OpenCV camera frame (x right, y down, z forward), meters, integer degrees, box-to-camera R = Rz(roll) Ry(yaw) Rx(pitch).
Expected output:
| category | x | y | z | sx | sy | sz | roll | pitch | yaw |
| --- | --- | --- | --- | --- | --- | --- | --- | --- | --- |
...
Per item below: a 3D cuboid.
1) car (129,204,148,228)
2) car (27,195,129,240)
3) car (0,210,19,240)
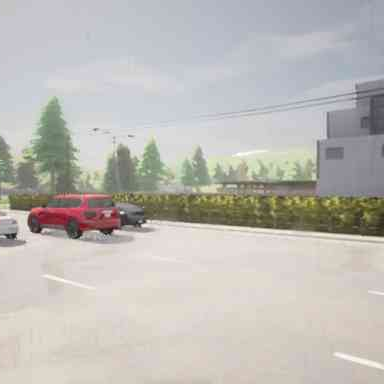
| category | x | y | z | sx | sy | sz | roll | pitch | yaw |
| --- | --- | --- | --- | --- | --- | --- | --- | --- | --- |
| car | -4.904 | 1.427 | 20.378 | 4.892 | 1.490 | 1.837 | 0 | 0 | 36 |
| car | -6.071 | 1.150 | 16.913 | 5.566 | 2.045 | 2.150 | 0 | 0 | 36 |
| car | -9.728 | 1.444 | 15.209 | 4.674 | 1.442 | 1.812 | 0 | 0 | 35 |
